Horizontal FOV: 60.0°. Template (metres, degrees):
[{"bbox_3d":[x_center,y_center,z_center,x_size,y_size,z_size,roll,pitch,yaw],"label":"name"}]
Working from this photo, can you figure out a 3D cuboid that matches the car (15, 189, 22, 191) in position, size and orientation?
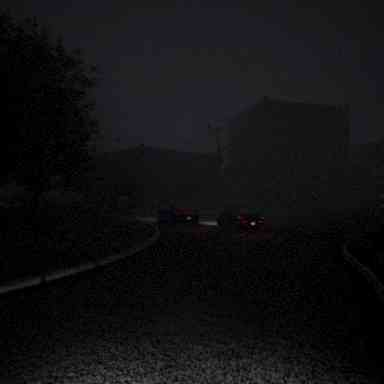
[{"bbox_3d":[-34.304,0.764,70.219,4.553,1.767,2.185,1,0,-30],"label":"car"}]

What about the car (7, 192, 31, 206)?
[{"bbox_3d":[-25.355,1.172,48.124,1.837,1.490,4.892,1,0,-40],"label":"car"}]

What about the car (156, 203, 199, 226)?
[{"bbox_3d":[-1.115,1.514,23.709,1.882,1.535,5.008,2,0,-22],"label":"car"}]

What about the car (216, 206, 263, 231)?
[{"bbox_3d":[3.044,1.624,21.483,1.812,1.442,4.674,1,0,-12],"label":"car"}]

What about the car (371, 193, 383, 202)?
[{"bbox_3d":[26.557,0.631,44.545,5.366,1.575,1.946,-3,1,-19],"label":"car"}]

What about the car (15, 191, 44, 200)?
[{"bbox_3d":[-31.655,0.993,65.476,4.792,1.488,2.163,1,0,-30],"label":"car"}]

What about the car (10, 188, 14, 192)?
[{"bbox_3d":[-42.602,0.331,84.683,5.566,2.045,2.435,1,1,-30],"label":"car"}]

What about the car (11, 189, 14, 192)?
[{"bbox_3d":[-39.935,0.687,79.957,5.008,1.535,2.097,1,1,-30],"label":"car"}]

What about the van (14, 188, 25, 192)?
[{"bbox_3d":[-35.877,0.617,72.667,4.442,1.987,1.878,1,1,-30],"label":"van"}]

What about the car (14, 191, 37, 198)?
[{"bbox_3d":[-41.245,0.637,82.265,4.892,1.521,2.231,1,1,-30],"label":"car"}]
